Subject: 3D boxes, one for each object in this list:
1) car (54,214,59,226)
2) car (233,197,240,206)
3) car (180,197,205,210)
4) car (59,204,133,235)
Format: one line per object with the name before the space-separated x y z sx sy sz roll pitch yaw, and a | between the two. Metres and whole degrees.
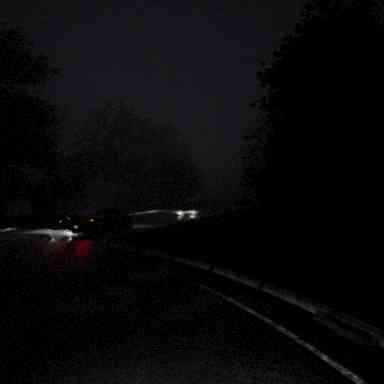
car | -7.502 1.614 23.505 1.837 1.490 4.892 -1 0 22
car | 7.533 1.363 50.798 1.812 1.442 4.674 -1 0 23
car | 0.134 1.446 42.263 1.882 1.535 5.008 -1 0 22
car | -5.261 1.600 19.500 1.812 1.442 4.674 -2 0 20
